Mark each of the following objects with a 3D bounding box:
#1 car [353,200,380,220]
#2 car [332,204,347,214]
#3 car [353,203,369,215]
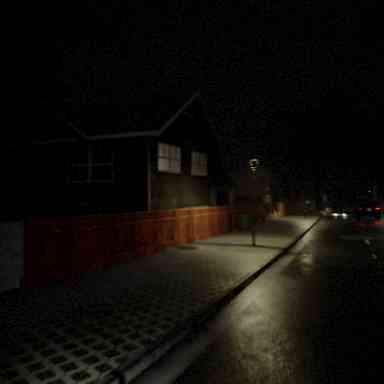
[{"bbox_3d":[18.969,1.913,35.998,2.150,2.045,5.566,0,-1,24],"label":"car"},{"bbox_3d":[21.864,2.460,49.408,2.033,1.411,5.357,0,-1,24],"label":"car"},{"bbox_3d":[24.484,2.396,48.385,1.882,1.535,5.008,0,-1,24],"label":"car"}]
